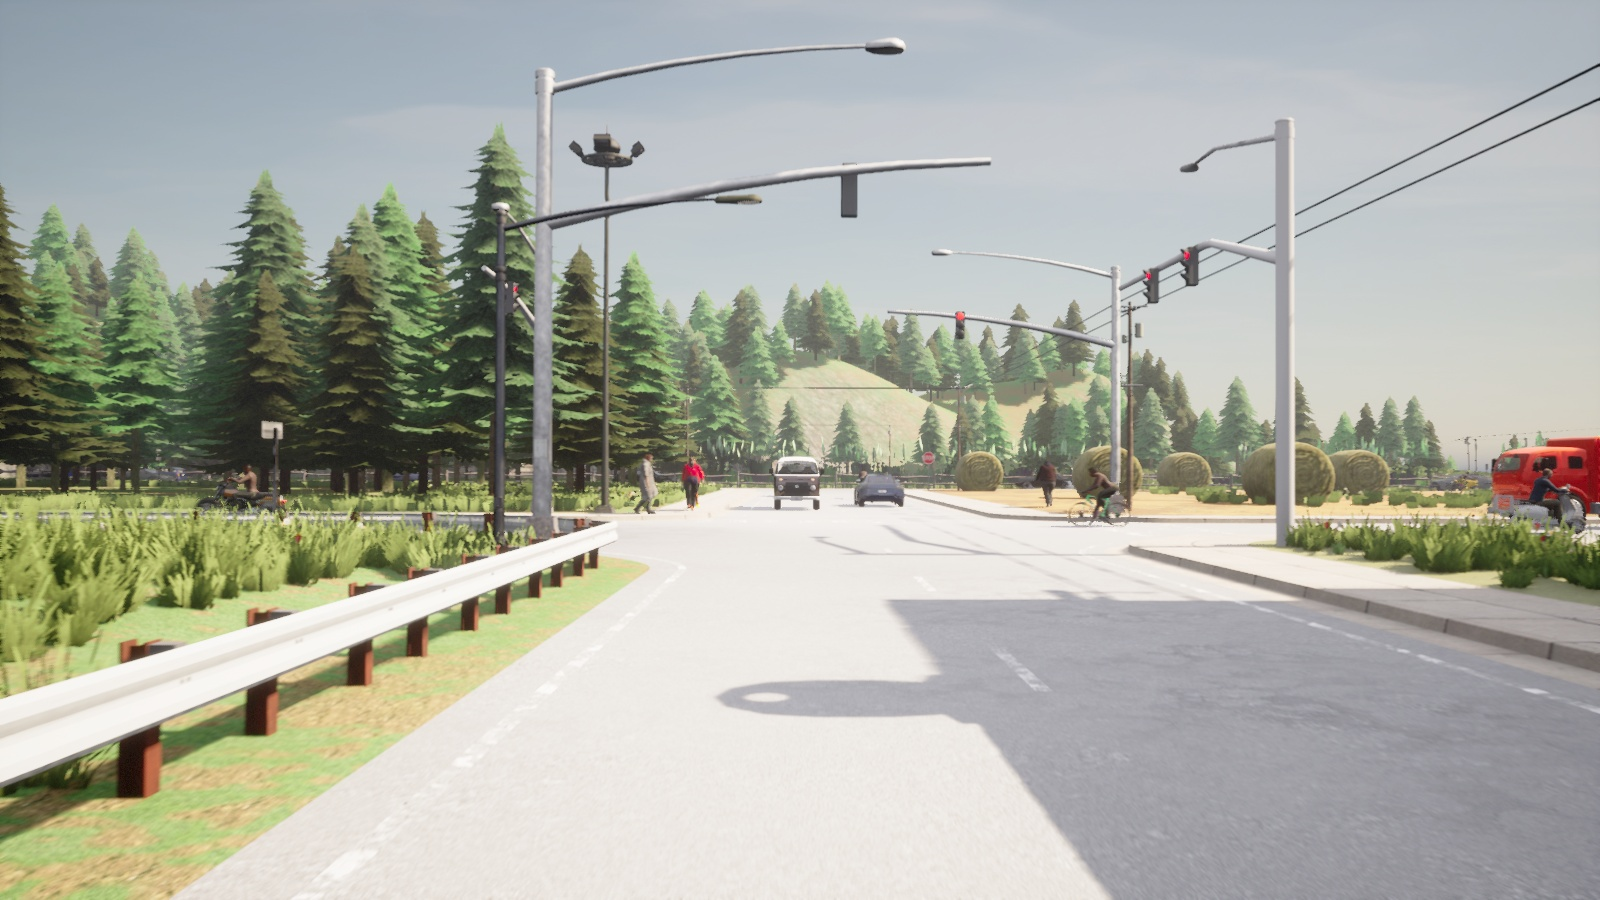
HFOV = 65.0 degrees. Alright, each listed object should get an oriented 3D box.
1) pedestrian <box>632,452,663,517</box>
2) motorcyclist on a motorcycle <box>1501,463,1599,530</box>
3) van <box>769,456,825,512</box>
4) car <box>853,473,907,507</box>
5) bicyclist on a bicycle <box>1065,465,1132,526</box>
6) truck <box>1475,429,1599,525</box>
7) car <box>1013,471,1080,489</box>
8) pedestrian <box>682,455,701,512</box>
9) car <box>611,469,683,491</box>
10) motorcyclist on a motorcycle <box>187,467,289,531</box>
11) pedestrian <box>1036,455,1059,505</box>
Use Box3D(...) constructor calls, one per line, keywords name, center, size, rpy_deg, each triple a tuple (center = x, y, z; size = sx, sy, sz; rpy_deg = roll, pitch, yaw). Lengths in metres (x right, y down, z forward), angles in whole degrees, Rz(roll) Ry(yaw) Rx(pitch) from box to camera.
Box3D(name="pedestrian", center=(-4.631, 1.044, 38.146), size=(0.873, 1.952, 0.659), rpy_deg=(0, -1, -2))
Box3D(name="motorcyclist on a motorcycle", center=(18.117, 1.106, 30.359), size=(1.817, 1.590, 0.866), rpy_deg=(0, -1, -1))
Box3D(name="van", center=(-0.113, 1.262, 48.568), size=(2.069, 2.038, 4.480), rpy_deg=(0, 0, 0))
Box3D(name="car", center=(3.378, 1.672, 53.827), size=(1.994, 1.385, 4.181), rpy_deg=(0, -1, 0))
Box3D(name="bicyclist on a bicycle", center=(8.005, 1.215, 33.705), size=(1.656, 1.620, 0.582), rpy_deg=(-1, -2, 2))
Box3D(name="truck", center=(21.573, 0.716, 33.937), size=(5.204, 2.467, 2.627), rpy_deg=(0, -1, -1))
Box3D(name="car", center=(18.548, 2.226, 94.525), size=(4.718, 1.301, 1.895), rpy_deg=(0, -1, 3))
Box3D(name="pedestrian", center=(-3.577, 1.105, 41.434), size=(0.634, 1.844, 0.899), rpy_deg=(0, -1, -4))
Box3D(name="car", center=(-11.251, 2.191, 92.427), size=(5.008, 1.535, 1.882), rpy_deg=(0, -1, 3))
Box3D(name="motorcyclist on a motorcycle", center=(-14.831, 1.294, 33.183), size=(2.350, 1.649, 0.766), rpy_deg=(0, -1, -1))
Box3D(name="pedestrian", center=(9.239, 1.108, 46.890), size=(0.634, 1.844, 0.899), rpy_deg=(0, -1, -1))
